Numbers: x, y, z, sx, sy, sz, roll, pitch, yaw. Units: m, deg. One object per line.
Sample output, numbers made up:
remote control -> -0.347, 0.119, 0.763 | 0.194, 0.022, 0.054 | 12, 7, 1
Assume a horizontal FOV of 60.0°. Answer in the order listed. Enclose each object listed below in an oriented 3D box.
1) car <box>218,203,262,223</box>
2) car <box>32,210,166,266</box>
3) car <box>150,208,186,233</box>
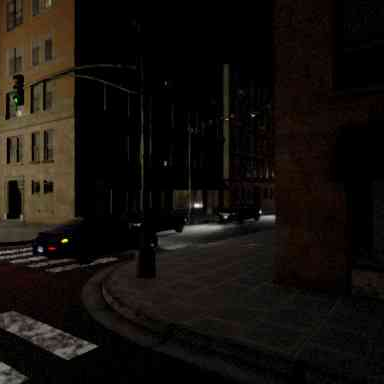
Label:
car -> 3.958, 1.631, 26.952 | 2.128, 1.511, 4.902 | 0, 0, 36
car -> -3.218, 1.572, 11.874 | 1.812, 1.442, 4.674 | 0, 0, 35
car -> -2.117, 1.607, 18.470 | 1.812, 1.442, 4.674 | 0, 0, 34
